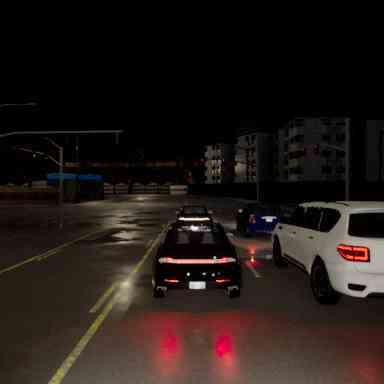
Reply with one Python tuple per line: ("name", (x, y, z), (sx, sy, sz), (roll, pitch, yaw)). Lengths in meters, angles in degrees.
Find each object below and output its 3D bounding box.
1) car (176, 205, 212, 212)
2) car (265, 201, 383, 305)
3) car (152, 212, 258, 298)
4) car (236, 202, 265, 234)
("car", (0.113, 1.472, 17.946), (2.128, 1.511, 4.902), (0, 0, 0))
("car", (3.595, 1.219, 8.246), (2.150, 2.045, 5.566), (0, 0, 0))
("car", (0.103, 1.499, 8.534), (2.128, 1.511, 4.902), (0, 0, 0))
("car", (3.611, 1.327, 17.669), (2.097, 1.767, 4.553), (0, 0, 0))
